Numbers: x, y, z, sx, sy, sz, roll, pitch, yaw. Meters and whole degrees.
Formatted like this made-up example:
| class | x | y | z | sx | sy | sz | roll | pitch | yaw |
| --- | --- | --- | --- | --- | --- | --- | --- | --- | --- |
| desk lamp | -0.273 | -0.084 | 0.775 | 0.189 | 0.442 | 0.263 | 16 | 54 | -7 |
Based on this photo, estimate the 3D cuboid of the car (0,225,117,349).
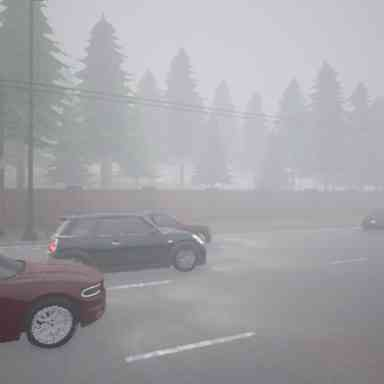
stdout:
| class | x | y | z | sx | sy | sz | roll | pitch | yaw |
| --- | --- | --- | --- | --- | --- | --- | --- | --- | --- |
| car | -3.859 | 1.491 | 4.936 | 5.008 | 1.535 | 1.882 | 0 | 0 | -25 |

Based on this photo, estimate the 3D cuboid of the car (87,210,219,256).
| class | x | y | z | sx | sy | sz | roll | pitch | yaw |
| --- | --- | --- | --- | --- | --- | --- | --- | --- | --- |
| car | -1.571 | 1.539 | 13.698 | 5.008 | 1.535 | 1.882 | 1 | -1 | -25 |

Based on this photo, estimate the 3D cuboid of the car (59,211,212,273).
| class | x | y | z | sx | sy | sz | roll | pitch | yaw |
| --- | --- | --- | --- | --- | --- | --- | --- | --- | --- |
| car | -1.872 | 1.395 | 9.705 | 4.553 | 1.767 | 2.097 | 0 | 0 | -25 |

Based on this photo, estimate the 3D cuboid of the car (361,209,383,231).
| class | x | y | z | sx | sy | sz | roll | pitch | yaw |
| --- | --- | --- | --- | --- | --- | --- | --- | --- | --- |
| car | 12.312 | 1.691 | 20.095 | 4.181 | 1.385 | 1.994 | 0 | 0 | -25 |
